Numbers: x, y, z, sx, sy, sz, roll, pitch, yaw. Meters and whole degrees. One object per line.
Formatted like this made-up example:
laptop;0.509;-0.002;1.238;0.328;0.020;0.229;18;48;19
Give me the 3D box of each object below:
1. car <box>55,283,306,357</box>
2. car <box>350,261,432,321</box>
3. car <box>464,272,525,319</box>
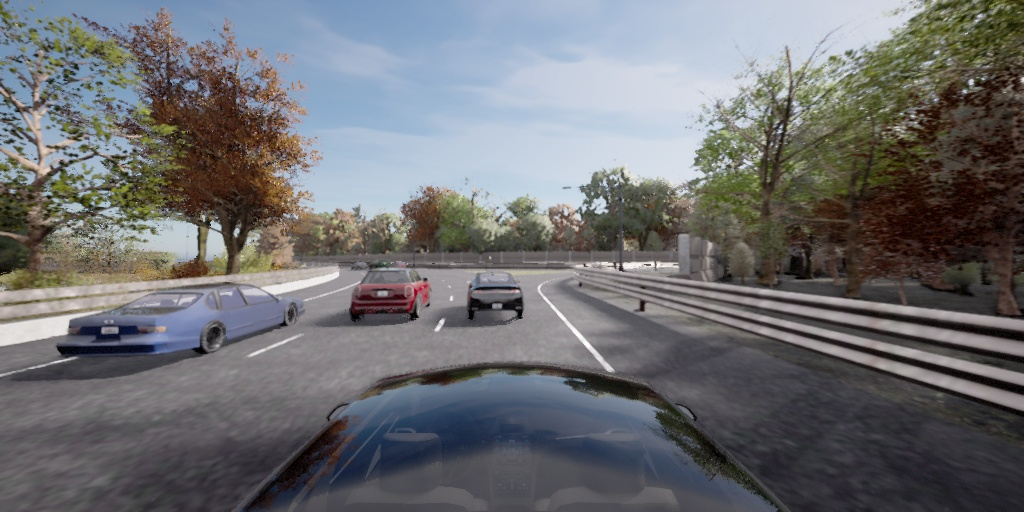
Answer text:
car;-7.264;1.379;8.826;2.033;1.411;5.357;0;0;-4
car;-4.230;1.198;13.209;2.097;1.767;4.553;0;0;-6
car;-0.702;1.321;13.238;2.128;1.511;4.902;0;0;-6
